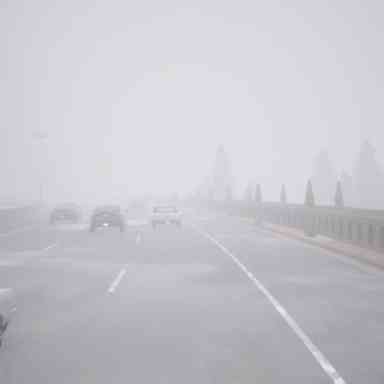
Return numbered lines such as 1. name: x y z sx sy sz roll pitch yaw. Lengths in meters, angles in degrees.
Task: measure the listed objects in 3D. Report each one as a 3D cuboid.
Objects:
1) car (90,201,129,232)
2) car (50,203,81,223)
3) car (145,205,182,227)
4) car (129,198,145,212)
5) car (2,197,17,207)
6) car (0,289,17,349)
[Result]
1. car: -5.036 1.520 20.362 1.837 1.490 4.892 0 0 -9
2. car: -9.642 1.554 25.521 1.812 1.442 4.674 0 0 -13
3. car: -1.970 1.617 23.119 1.895 1.301 4.718 0 0 -11
4. car: -6.888 1.560 40.385 1.837 1.490 4.892 0 0 -20
5. car: -30.374 1.687 55.333 1.837 1.490 4.892 0 0 -33
6. car: -3.442 1.601 2.713 1.895 1.301 4.718 0 0 -1
